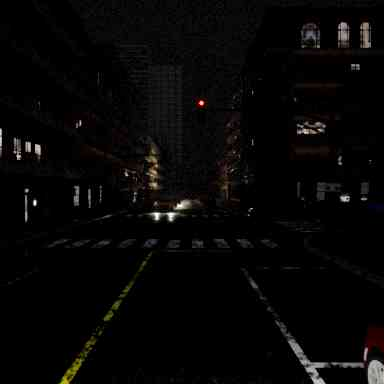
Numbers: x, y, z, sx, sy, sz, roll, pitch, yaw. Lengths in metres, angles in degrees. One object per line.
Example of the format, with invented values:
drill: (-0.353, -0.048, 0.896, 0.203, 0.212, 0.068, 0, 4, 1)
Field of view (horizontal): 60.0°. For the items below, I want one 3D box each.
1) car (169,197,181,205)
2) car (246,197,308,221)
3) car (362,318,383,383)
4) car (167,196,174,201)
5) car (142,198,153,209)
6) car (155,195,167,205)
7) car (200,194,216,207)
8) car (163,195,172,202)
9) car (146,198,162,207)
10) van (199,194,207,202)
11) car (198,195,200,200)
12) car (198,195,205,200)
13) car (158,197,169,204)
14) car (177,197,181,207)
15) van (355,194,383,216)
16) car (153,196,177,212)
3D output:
car: (-3.087, 1.622, 61.595, 1.895, 1.301, 4.718, 0, 0, 1)
car: (6.462, 1.254, 25.582, 4.553, 1.767, 2.097, -2, 0, 11)
car: (2.684, 1.544, 1.819, 1.887, 1.381, 4.507, 0, 0, 0)
car: (-5.743, 1.631, 89.515, 1.802, 1.307, 4.206, -1, 0, 0)
car: (-5.719, 1.560, 45.292, 2.008, 1.369, 4.403, 0, 0, 0)
car: (-5.730, 1.461, 61.875, 1.967, 1.590, 4.097, -1, 0, 0)
car: (2.656, 1.453, 50.819, 1.967, 1.590, 4.097, -1, 0, 0)
car: (-5.738, 1.561, 78.289, 1.752, 1.417, 4.829, -1, 0, 0)
car: (-5.723, 1.579, 50.819, 1.947, 1.339, 4.313, 0, 0, 0)
van: (2.640, 1.377, 78.458, 1.690, 1.788, 3.998, -1, 0, 0)
car: (2.649, 1.576, 67.402, 2.008, 1.369, 4.403, -1, 0, 0)
car: (2.633, 1.600, 95.042, 1.887, 1.381, 4.507, -1, 0, 0)
car: (-5.732, 1.608, 67.403, 1.802, 1.307, 4.206, -1, 0, 0)
car: (-3.120, 1.560, 49.944, 2.033, 1.411, 5.357, 0, 0, 0)
van: (15.628, 1.035, 27.397, 3.998, 1.788, 1.690, -1, 1, -1)
car: (-3.117, 1.483, 39.313, 1.882, 1.535, 5.008, 0, 0, 0)
